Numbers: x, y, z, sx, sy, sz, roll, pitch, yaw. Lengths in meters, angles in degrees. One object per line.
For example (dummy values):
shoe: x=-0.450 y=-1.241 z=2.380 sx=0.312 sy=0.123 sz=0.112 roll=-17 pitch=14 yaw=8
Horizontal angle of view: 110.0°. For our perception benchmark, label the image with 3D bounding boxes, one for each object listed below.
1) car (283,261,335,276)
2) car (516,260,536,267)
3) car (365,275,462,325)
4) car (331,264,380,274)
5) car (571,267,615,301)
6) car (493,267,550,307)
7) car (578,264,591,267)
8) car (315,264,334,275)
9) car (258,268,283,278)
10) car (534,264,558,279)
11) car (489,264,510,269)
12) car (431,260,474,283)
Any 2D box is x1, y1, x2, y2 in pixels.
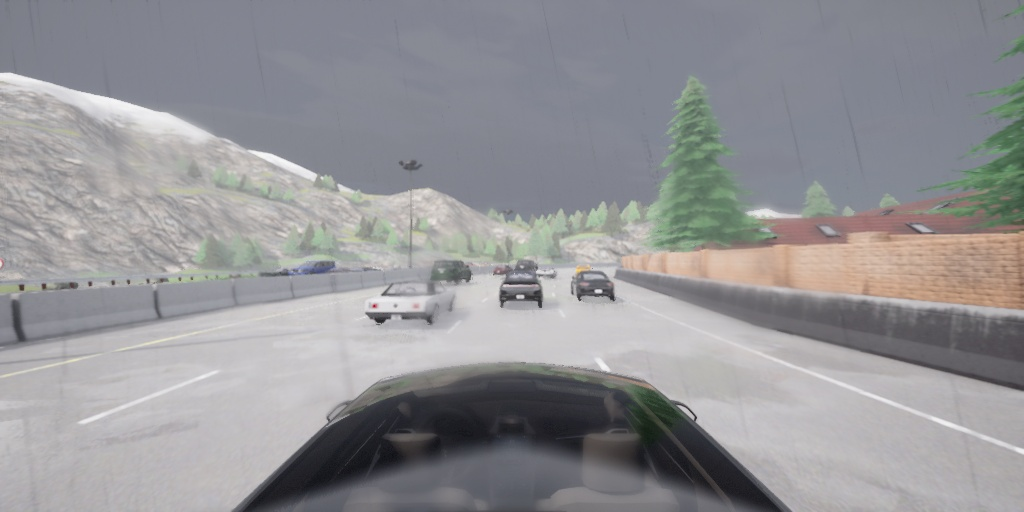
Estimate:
car: x=-21.452 y=1.521 z=38.989 sx=2.150 sy=2.045 sz=5.566 roll=0 pitch=-1 yaw=11
car: x=2.027 y=1.558 z=46.811 sx=2.150 sy=2.045 sz=5.566 roll=-1 pitch=-1 yaw=16
car: x=-3.231 y=1.501 z=12.534 sx=1.895 sy=1.301 sz=4.718 roll=0 pitch=-1 yaw=2
car: x=-14.989 y=1.782 z=35.603 sx=2.033 sy=1.411 sz=5.357 roll=0 pitch=-1 yaw=10
car: x=4.166 y=1.488 z=18.845 sx=1.812 sy=1.442 sz=4.674 roll=0 pitch=-1 yaw=4
car: x=0.499 y=1.438 z=16.719 sx=2.128 sy=1.511 sz=4.902 roll=0 pitch=-1 yaw=4
car: x=9.661 y=1.805 z=47.809 sx=1.882 sy=1.535 sz=5.008 roll=-1 pitch=-1 yaw=17
car: x=-18.105 y=1.835 z=37.775 sx=1.994 sy=1.385 sz=4.181 roll=0 pitch=-1 yaw=11
car: x=-24.989 y=1.909 z=39.178 sx=1.895 sy=1.301 sz=4.718 roll=0 pitch=-1 yaw=11
car: x=4.080 y=1.849 z=40.644 sx=1.895 sy=1.301 sz=4.718 roll=0 pitch=-1 yaw=13
car: x=-1.130 y=1.889 z=48.314 sx=1.812 sy=1.442 sz=4.674 roll=0 pitch=-1 yaw=15
car: x=-5.044 y=1.362 z=30.561 sx=2.150 sy=2.045 sz=5.566 roll=0 pitch=-1 yaw=9
